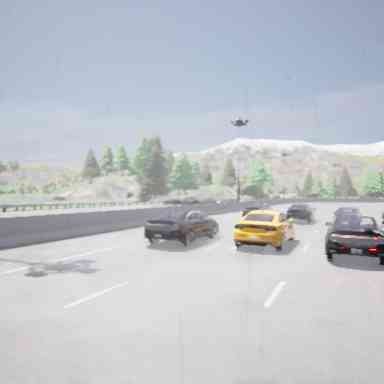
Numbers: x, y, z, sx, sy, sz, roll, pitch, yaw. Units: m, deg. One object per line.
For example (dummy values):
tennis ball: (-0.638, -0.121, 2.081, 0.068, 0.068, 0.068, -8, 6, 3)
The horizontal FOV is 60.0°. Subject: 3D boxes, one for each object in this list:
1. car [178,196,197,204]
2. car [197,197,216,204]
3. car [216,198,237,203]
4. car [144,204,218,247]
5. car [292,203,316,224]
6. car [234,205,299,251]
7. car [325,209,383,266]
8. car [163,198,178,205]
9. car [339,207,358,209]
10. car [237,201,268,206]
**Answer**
car: (-0.105, 1.535, 58.650, 2.097, 1.767, 4.553, 1, 0, 25)
car: (3.031, 1.727, 57.105, 1.837, 1.490, 4.892, 1, 0, 25)
car: (6.227, 1.754, 55.683, 2.128, 1.511, 4.902, 1, 0, 25)
car: (-0.311, 1.533, 15.282, 2.128, 1.511, 4.902, 1, 0, 25)
car: (9.043, 1.718, 27.539, 1.837, 1.490, 4.892, 1, 0, 25)
car: (3.364, 1.569, 14.897, 1.882, 1.535, 5.008, 1, 0, 25)
car: (6.031, 1.612, 12.321, 2.128, 1.511, 4.902, 1, 0, 25)
car: (-3.364, 1.742, 59.920, 1.895, 1.301, 4.718, 1, 0, 25)
car: (11.310, 1.780, 24.108, 2.033, 1.411, 5.357, 1, 0, 25)
car: (5.845, 1.663, 28.962, 2.128, 1.511, 4.902, 1, 0, 25)
